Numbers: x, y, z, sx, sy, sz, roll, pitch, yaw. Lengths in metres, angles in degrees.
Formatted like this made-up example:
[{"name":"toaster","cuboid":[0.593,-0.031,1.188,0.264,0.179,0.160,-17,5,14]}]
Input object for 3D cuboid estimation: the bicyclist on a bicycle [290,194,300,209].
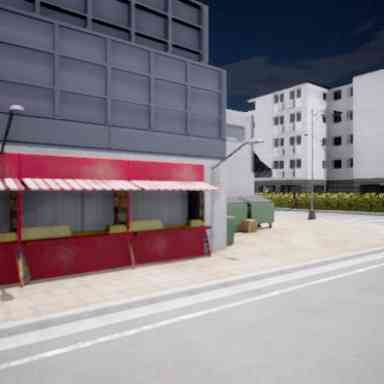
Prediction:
[{"name":"bicyclist on a bicycle","cuboid":[11.087,1.041,35.798,1.656,1.620,0.582,-1,0,-36]}]
